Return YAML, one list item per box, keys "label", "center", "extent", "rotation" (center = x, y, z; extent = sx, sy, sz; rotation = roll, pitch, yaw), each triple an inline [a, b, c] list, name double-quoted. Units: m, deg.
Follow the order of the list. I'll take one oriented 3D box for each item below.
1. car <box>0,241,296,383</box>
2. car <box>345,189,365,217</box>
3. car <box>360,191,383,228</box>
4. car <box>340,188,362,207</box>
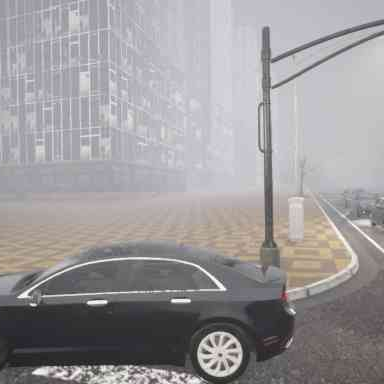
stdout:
- label: "car"
  center: [-1.062, 1.505, 4.767]
  extent: [4.892, 1.490, 1.837]
  rotation: [0, 0, 0]
- label: "car"
  center: [11.081, 0.759, 20.694]
  extent: [1.994, 1.385, 4.181]
  rotation: [-1, 2, 17]
- label: "car"
  center: [9.030, 0.928, 14.400]
  extent: [2.128, 1.511, 4.902]
  rotation: [-1, 2, 18]
- label: "car"
  center: [13.077, 0.454, 26.757]
  extent: [2.128, 1.511, 4.902]
  rotation: [-1, 2, 18]
